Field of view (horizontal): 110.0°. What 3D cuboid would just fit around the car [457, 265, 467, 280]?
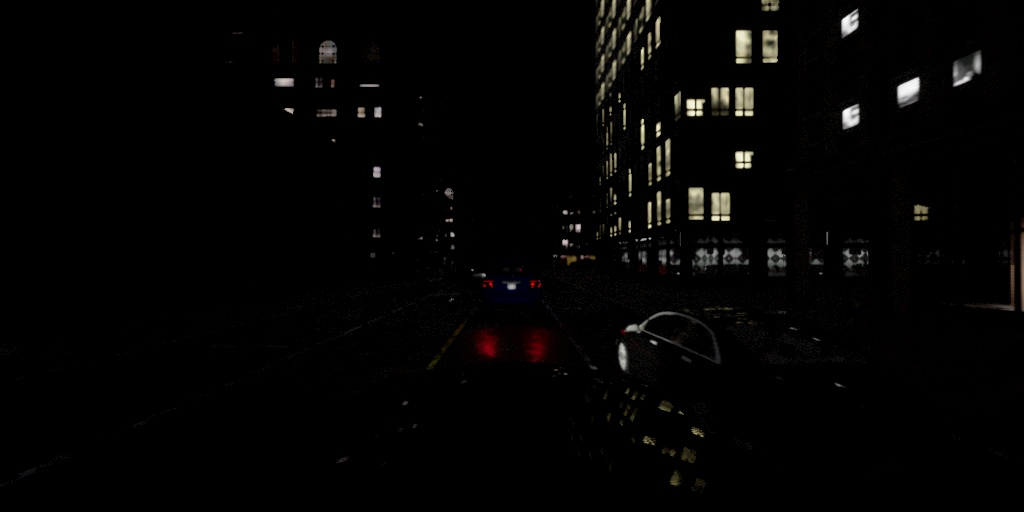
[{"bbox_3d":[-5.706,1.637,33.009,2.007,1.370,4.403,0,0,0],"label":"car"}]

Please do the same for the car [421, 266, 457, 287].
[{"bbox_3d":[-5.704,1.576,27.361,2.007,1.370,4.403,0,0,0],"label":"car"}]

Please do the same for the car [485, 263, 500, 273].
[{"bbox_3d":[-3.045,1.837,56.401,2.128,1.511,4.902,0,-1,0],"label":"car"}]

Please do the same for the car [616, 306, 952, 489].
[{"bbox_3d":[2.687,1.333,4.772,2.007,1.370,4.403,0,0,0],"label":"car"}]

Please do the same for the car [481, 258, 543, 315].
[{"bbox_3d":[0.006,1.110,14.401,2.150,2.045,5.566,0,0,0],"label":"car"}]

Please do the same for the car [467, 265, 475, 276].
[{"bbox_3d":[-5.762,1.810,45.925,1.802,1.307,4.207,0,0,0],"label":"car"}]
